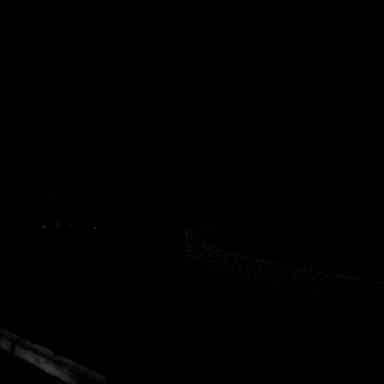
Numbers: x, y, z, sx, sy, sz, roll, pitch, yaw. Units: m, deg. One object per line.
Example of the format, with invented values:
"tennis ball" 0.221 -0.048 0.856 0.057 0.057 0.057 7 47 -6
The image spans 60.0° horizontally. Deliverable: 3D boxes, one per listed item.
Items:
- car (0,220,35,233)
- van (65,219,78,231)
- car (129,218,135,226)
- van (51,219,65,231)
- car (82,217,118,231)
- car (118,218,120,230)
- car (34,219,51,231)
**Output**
"car" -23.418 4.597 43.262 1.895 1.301 4.718 -2 -6 25
"van" -22.560 5.661 57.184 4.442 1.987 1.878 0 -6 5
"car" -17.604 8.690 89.766 2.163 1.488 4.792 0 1 10
"van" -23.843 5.370 54.456 4.442 1.987 1.878 -1 -6 5
"car" -16.175 5.870 58.790 2.150 2.045 5.566 -2 -6 25
"car" -17.575 6.796 68.074 5.566 2.045 2.435 -1 -6 5
"car" -25.429 5.303 51.732 5.366 1.575 1.946 0 -6 5
